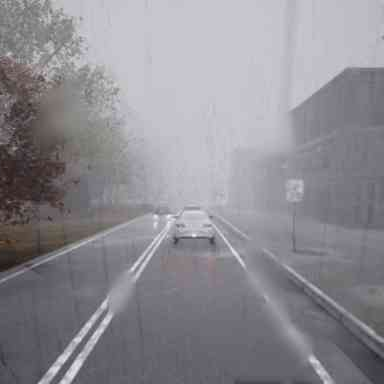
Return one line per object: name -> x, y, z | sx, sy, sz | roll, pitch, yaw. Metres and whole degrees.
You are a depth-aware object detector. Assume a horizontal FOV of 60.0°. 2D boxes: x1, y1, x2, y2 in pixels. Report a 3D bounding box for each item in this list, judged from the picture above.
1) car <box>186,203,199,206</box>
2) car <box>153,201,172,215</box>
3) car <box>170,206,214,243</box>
car -> 0.043, 1.833, 34.189 | 1.812, 1.442, 4.674 | 0, -1, 0
car -> -3.414, 1.906, 39.447 | 1.837, 1.490, 4.892 | 0, -1, 0
car -> 0.088, 1.608, 16.385 | 1.812, 1.442, 4.674 | 0, 0, 0
